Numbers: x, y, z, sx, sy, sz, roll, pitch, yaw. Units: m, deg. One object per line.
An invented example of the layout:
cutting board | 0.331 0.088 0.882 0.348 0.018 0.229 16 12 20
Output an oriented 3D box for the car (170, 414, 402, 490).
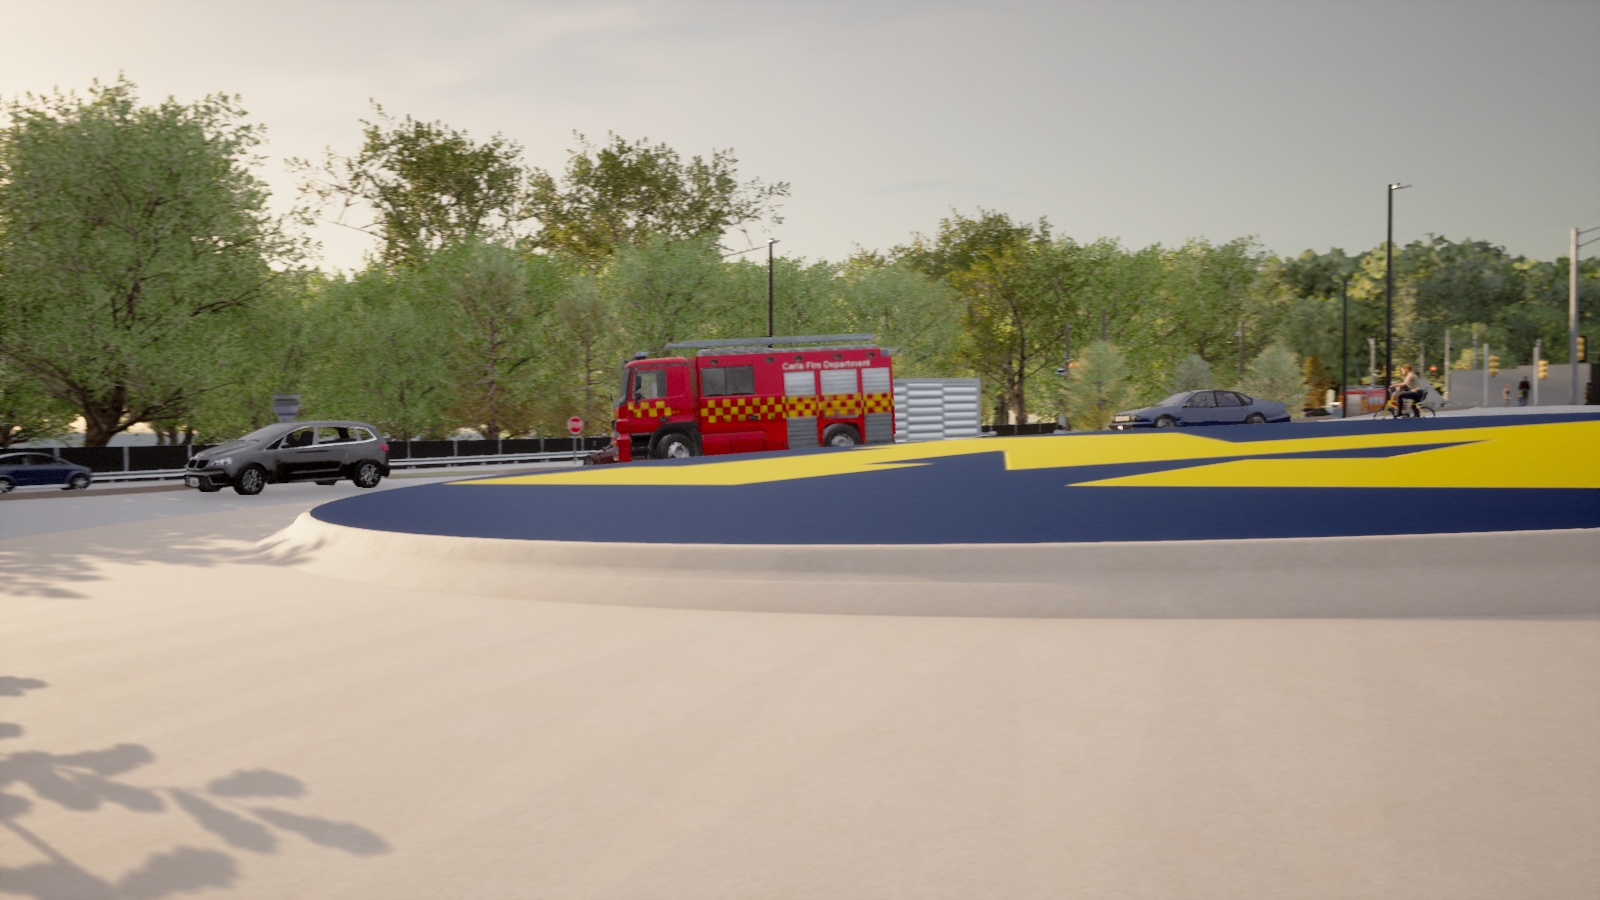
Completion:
car | -12.207 -0.025 30.057 2.242 1.667 4.611 1 2 40

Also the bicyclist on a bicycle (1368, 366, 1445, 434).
bicyclist on a bicycle | 15.107 -1.225 31.286 0.866 1.612 1.509 -1 0 -45

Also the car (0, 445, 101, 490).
car | -28.947 0.643 47.820 1.789 1.549 3.705 1 3 45

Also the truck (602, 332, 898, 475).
truck | -1.590 -1.432 38.249 8.468 3.827 2.891 -3 2 -12

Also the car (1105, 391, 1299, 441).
car | 12.313 -1.040 38.581 5.357 1.411 2.033 -1 0 -11

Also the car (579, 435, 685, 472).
car | -7.120 0.170 52.905 4.674 1.442 1.812 -2 -1 42

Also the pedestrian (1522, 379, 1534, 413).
pedestrian | 40.267 -2.963 69.460 0.376 1.854 0.720 1 1 44
